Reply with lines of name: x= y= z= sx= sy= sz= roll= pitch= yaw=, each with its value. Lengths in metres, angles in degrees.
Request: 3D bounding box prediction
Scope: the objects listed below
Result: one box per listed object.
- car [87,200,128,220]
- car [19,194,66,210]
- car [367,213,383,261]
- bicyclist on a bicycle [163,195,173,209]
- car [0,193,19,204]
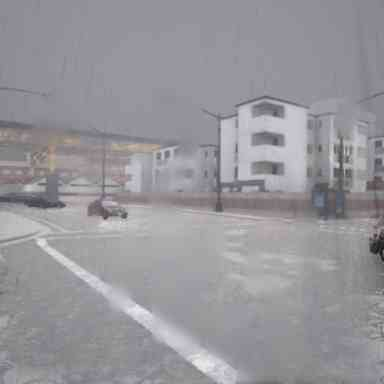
car: x=-6.842 y=1.347 z=26.654 sx=1.812 sy=1.442 sz=4.674 roll=1 pitch=0 yaw=-39
car: x=-15.654 y=1.057 z=35.242 sx=5.357 sy=1.411 sz=2.033 roll=2 pitch=0 yaw=35
car: x=8.390 y=1.509 z=11.025 sx=4.553 sy=1.767 sz=2.097 roll=0 pitch=-1 yaw=25
bicyclist on a bicycle: x=-2.814 y=1.144 z=39.079 sx=0.582 sy=1.620 sz=1.656 roll=1 pitch=0 yaw=44
car: x=-23.776 y=0.825 z=43.871 sx=5.357 sy=1.411 sz=2.033 roll=1 pitch=0 yaw=21
